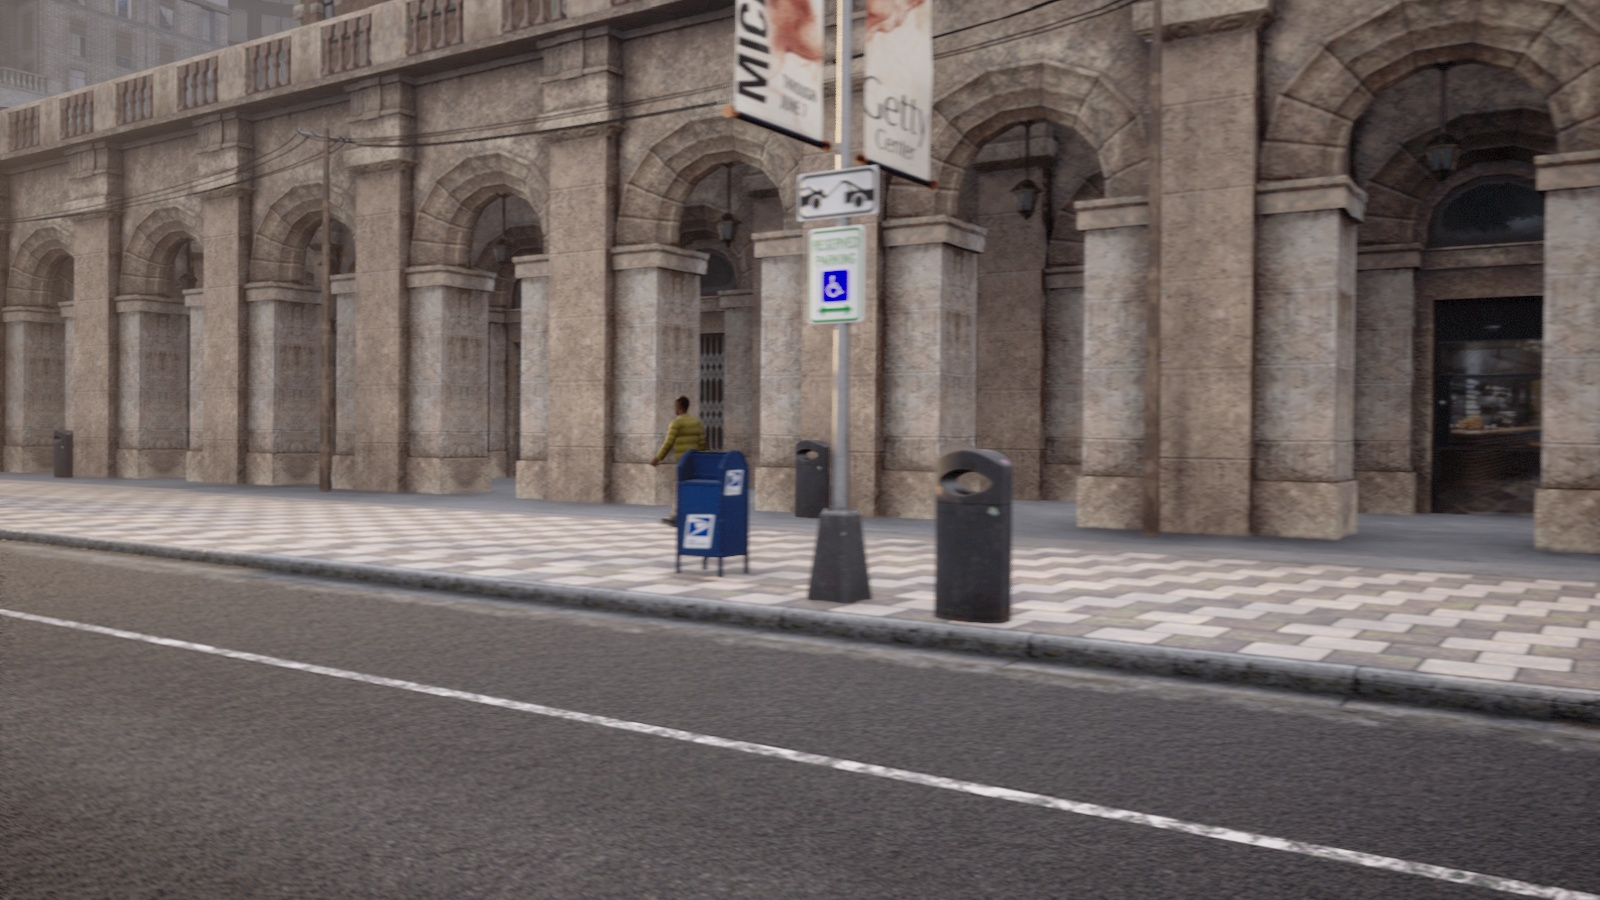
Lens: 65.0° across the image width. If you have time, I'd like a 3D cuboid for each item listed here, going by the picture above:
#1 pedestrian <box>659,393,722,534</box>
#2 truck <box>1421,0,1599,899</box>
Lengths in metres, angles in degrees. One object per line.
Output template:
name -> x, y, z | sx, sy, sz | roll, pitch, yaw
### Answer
pedestrian -> -1.459, 0.174, 16.701 | 0.709, 1.840, 0.431 | 0, 1, 34
truck -> 5.015, -0.482, 0.253 | 8.468, 3.827, 2.891 | 0, 1, 34
